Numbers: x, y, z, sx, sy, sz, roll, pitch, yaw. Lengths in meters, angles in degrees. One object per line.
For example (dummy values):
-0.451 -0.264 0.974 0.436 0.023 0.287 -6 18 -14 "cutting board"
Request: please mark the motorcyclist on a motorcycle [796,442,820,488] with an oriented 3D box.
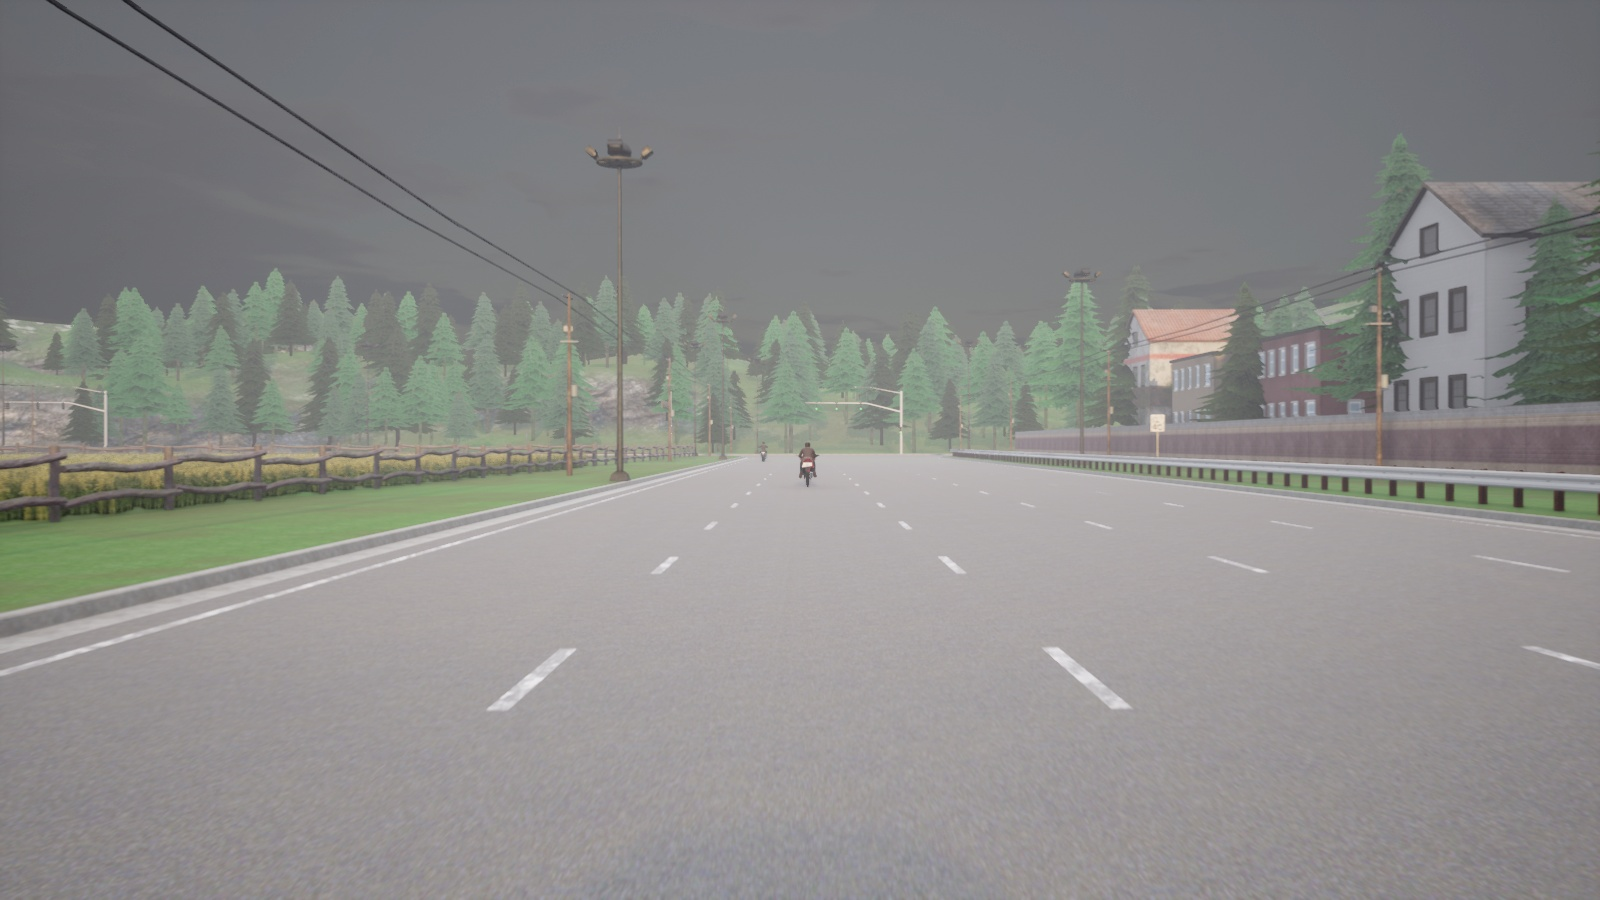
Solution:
0.259 0.488 42.722 0.797 1.523 2.044 0 0 0 "motorcyclist on a motorcycle"
